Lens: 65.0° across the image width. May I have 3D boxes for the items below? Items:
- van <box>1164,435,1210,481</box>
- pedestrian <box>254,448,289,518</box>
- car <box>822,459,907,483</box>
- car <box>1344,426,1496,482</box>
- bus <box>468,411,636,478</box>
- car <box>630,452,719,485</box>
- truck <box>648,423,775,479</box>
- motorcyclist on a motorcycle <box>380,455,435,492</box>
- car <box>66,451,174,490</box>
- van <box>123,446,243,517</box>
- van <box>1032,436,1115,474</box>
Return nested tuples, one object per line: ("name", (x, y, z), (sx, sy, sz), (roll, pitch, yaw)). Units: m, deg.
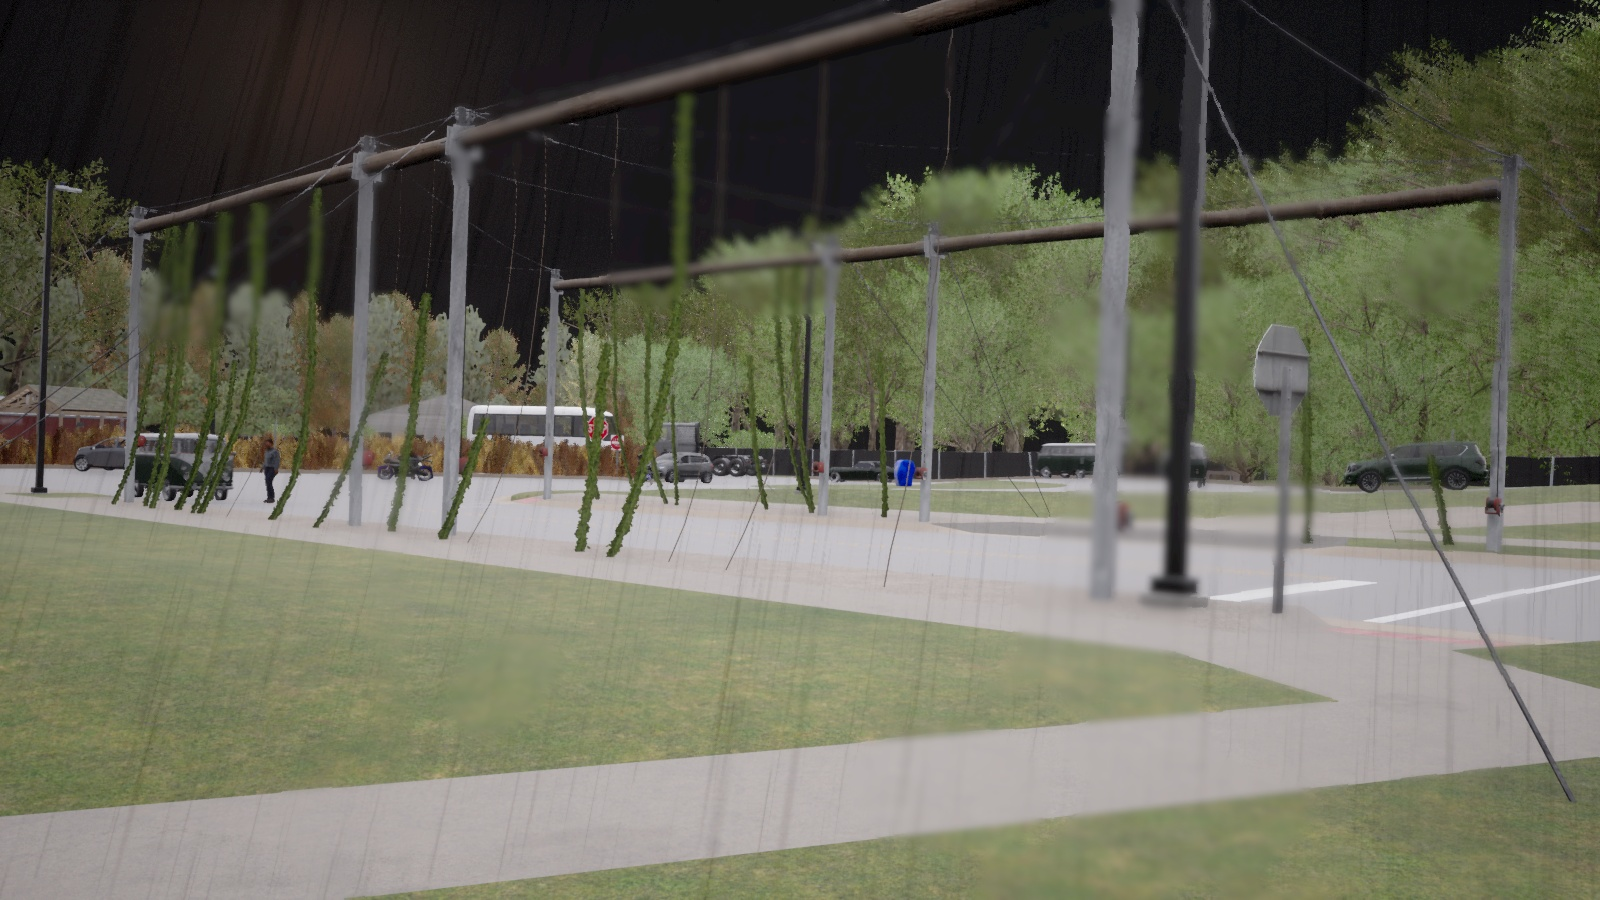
("van", (17.679, 0.329, 57.273), (1.775, 1.987, 4.442), (0, 1, 20))
("pedestrian", (-15.075, 0.927, 35.831), (0.423, 1.949, 0.788), (1, 0, 34))
("car", (3.827, 1.230, 74.620), (4.718, 1.301, 1.895), (-1, 0, 17))
("car", (26.278, 0.185, 53.496), (5.566, 2.045, 2.150), (-3, -1, 22))
("bus", (-16.411, -0.397, 83.295), (10.273, 4.253, 3.944), (0, 1, 14))
("car", (-6.683, 1.008, 67.232), (2.242, 1.667, 4.611), (0, -1, 36))
("truck", (-5.778, 0.029, 81.616), (7.936, 3.462, 2.891), (0, 1, 27))
("motorcyclist on a motorcycle", (-16.921, 0.986, 54.116), (2.191, 1.530, 0.866), (0, 1, -21))
("car", (-28.300, 0.829, 52.299), (3.633, 1.501, 1.845), (1, 1, 14))
("van", (-18.399, 0.883, 37.355), (4.442, 1.987, 1.775), (0, 0, 44))
("van", (15.007, 0.292, 69.052), (1.775, 1.987, 4.442), (-1, 0, -35))
